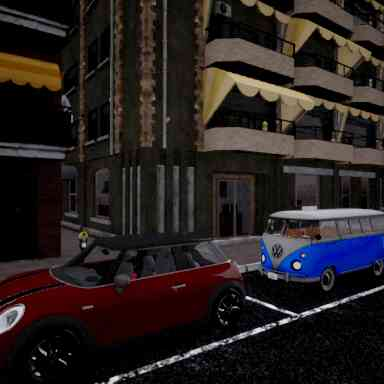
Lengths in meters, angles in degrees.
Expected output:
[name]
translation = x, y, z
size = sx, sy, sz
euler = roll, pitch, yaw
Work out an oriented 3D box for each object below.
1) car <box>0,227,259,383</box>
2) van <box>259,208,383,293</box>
[car]
translation = -1.134, 1.440, 5.283
size = 4.097, 1.590, 1.967
euler = 0, 0, -35
[van]
translation = 3.500, 1.343, 8.584
size = 3.998, 1.788, 1.690
euler = 0, 0, -35
